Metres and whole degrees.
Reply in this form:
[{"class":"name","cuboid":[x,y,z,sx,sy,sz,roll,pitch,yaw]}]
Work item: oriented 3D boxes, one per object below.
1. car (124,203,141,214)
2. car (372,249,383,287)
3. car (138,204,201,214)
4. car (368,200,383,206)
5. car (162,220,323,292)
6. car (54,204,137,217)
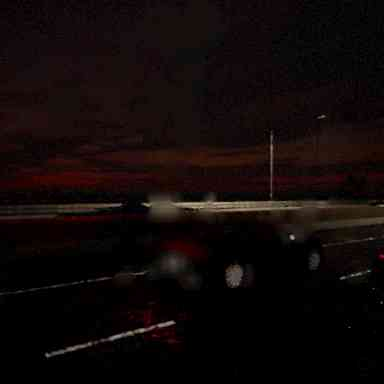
[{"class":"car","cuboid":[-5.021,1.597,26.201,4.674,1.442,1.812,0,0,-35]},{"class":"car","cuboid":[6.344,1.627,8.267,4.181,1.385,1.994,0,0,-35]},{"class":"car","cuboid":[-0.845,1.636,20.582,4.181,1.385,1.994,0,0,-35]},{"class":"car","cuboid":[28.752,1.867,50.212,5.357,1.411,2.033,0,0,-35]},{"class":"car","cuboid":[1.586,1.520,9.174,5.008,1.535,1.882,0,0,-35]},{"class":"car","cuboid":[-6.230,1.647,21.042,4.718,1.301,1.895,0,0,-35]}]
